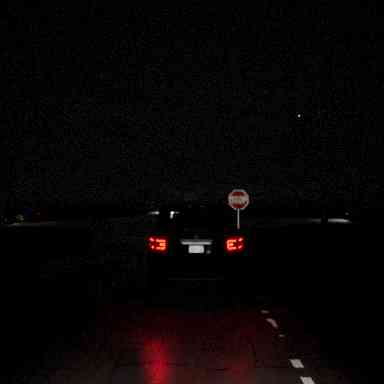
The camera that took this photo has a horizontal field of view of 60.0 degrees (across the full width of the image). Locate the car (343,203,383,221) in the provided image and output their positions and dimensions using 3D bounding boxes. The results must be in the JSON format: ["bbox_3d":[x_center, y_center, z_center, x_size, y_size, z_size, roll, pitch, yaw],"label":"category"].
[{"bbox_3d":[14.410,1.552,26.659,4.181,1.385,1.994,0,-1,-1],"label":"car"}]

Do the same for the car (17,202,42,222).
[{"bbox_3d":[-14.601,1.591,26.455,5.008,1.535,1.882,0,-1,2],"label":"car"}]

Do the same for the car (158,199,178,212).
[{"bbox_3d":[-2.839,1.584,40.091,1.994,1.385,4.181,0,0,0],"label":"car"}]

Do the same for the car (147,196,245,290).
[{"bbox_3d":[0.098,1.223,9.238,2.150,2.045,5.566,0,0,0],"label":"car"}]

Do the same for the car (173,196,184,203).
[{"bbox_3d":[-2.761,1.589,69.177,2.033,1.411,5.357,0,0,0],"label":"car"}]

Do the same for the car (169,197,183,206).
[{"bbox_3d":[-2.788,1.584,58.686,2.033,1.411,5.357,0,0,1],"label":"car"}]

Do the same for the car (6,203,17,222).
[{"bbox_3d":[-15.424,1.420,23.602,4.553,1.767,2.097,0,-1,-2],"label":"car"}]

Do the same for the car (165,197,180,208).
[{"bbox_3d":[-2.834,1.506,48.923,1.882,1.535,5.008,0,0,0],"label":"car"}]
